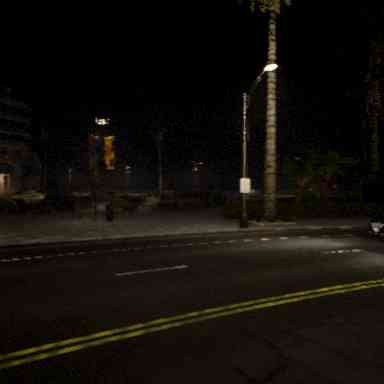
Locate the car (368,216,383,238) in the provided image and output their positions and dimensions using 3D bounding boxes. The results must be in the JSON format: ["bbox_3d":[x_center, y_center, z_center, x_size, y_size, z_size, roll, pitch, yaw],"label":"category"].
[{"bbox_3d":[10.616,1.417,15.432,4.902,1.511,2.128,0,0,-13],"label":"car"}]
